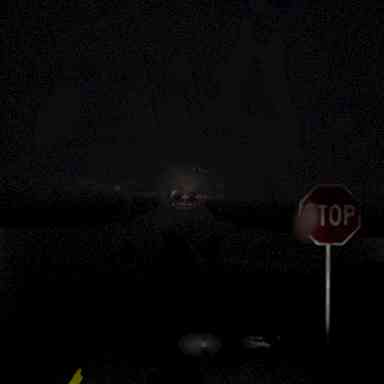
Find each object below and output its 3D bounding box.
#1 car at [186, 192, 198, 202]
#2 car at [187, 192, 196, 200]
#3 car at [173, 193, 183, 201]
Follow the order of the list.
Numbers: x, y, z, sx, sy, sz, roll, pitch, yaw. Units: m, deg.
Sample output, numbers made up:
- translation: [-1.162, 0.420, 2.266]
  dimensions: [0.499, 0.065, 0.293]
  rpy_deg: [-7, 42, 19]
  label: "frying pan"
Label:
- translation: [-0.014, 1.085, 60.558]
  dimensions: [1.812, 1.442, 4.674]
  rpy_deg: [0, 1, 0]
  label: "car"
- translation: [-0.015, 0.777, 70.589]
  dimensions: [1.837, 1.490, 4.892]
  rpy_deg: [0, 1, 0]
  label: "car"
- translation: [-2.765, 0.951, 65.584]
  dimensions: [1.882, 1.535, 5.008]
  rpy_deg: [0, 1, 0]
  label: "car"
